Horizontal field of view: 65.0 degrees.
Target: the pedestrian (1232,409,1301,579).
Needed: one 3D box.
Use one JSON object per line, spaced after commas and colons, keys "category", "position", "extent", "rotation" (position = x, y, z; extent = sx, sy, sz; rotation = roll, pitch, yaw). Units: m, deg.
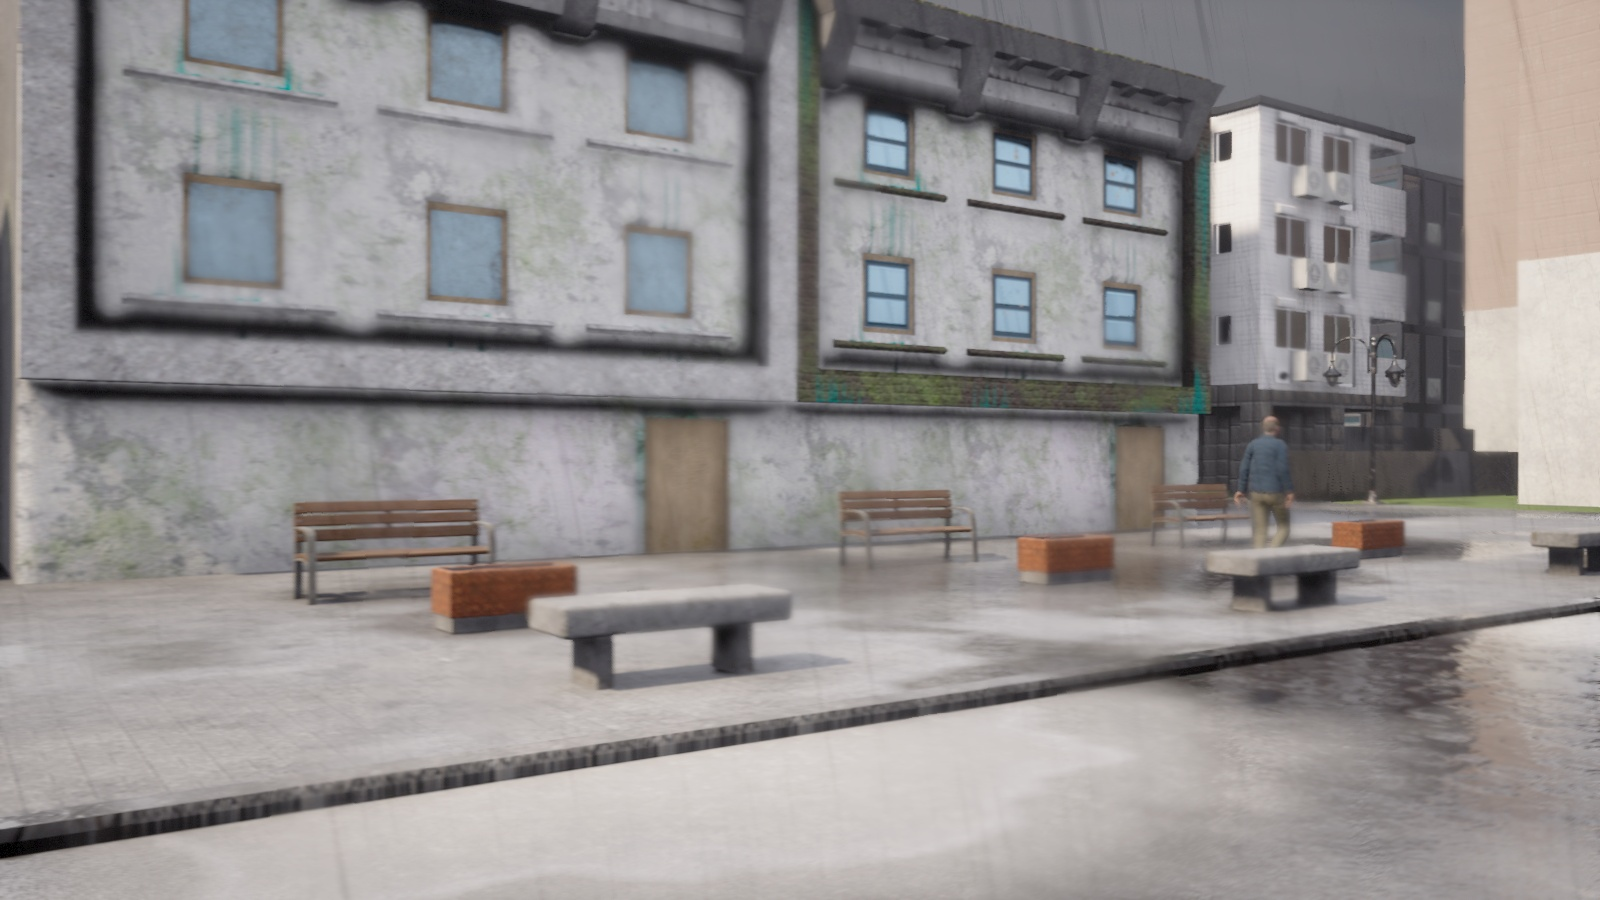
{"category": "pedestrian", "position": [5.203, 0.478, 13.997], "extent": [0.726, 1.842, 0.402], "rotation": [0, 0, -38]}
